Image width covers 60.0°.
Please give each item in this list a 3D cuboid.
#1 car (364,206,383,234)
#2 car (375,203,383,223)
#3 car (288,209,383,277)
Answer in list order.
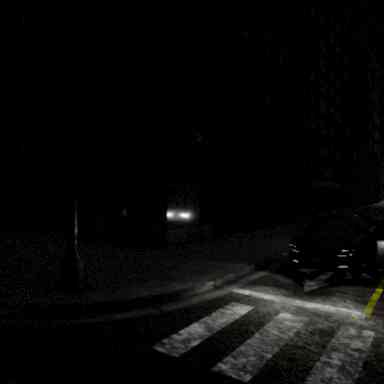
[{"bbox_3d":[10.102,1.582,18.260,1.812,1.442,4.674,0,0,36],"label":"car"},{"bbox_3d":[15.892,1.644,26.287,1.994,1.385,4.181,0,0,36],"label":"car"},{"bbox_3d":[4.689,1.514,10.734,1.882,1.535,5.008,0,0,36],"label":"car"}]
